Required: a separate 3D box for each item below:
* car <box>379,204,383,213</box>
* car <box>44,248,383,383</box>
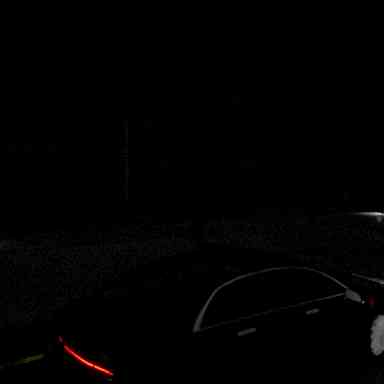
[{"bbox_3d":[22.979,1.600,37.570,4.674,1.442,1.812,0,0,-36],"label":"car"},{"bbox_3d":[0.765,1.512,4.293,4.892,1.490,1.837,0,0,-35],"label":"car"}]
